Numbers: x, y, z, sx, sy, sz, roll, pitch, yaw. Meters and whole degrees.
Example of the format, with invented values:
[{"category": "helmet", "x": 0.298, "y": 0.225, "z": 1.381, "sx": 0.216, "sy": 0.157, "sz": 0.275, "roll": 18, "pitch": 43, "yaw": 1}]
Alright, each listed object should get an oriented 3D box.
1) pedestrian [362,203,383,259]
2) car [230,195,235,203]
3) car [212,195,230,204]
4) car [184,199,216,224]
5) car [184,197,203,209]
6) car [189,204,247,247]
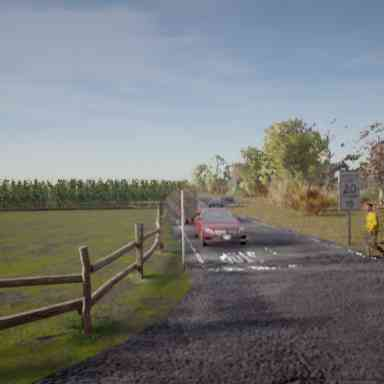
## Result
[{"category": "pedestrian", "x": 5.717, "y": 1.185, "z": 10.569, "sx": 0.375, "sy": 1.860, "sz": 0.375, "roll": -2, "pitch": 1, "yaw": -6}, {"category": "car", "x": 6.566, "y": 1.275, "z": 59.406, "sx": 1.837, "sy": 1.490, "sz": 4.892, "roll": -1, "pitch": 0, "yaw": 11}, {"category": "car", "x": 3.641, "y": 1.396, "z": 46.741, "sx": 2.033, "sy": 1.411, "sz": 5.357, "roll": -1, "pitch": 0, "yaw": 12}, {"category": "car", "x": 0.274, "y": 1.437, "z": 24.521, "sx": 1.882, "sy": 1.535, "sz": 5.008, "roll": -1, "pitch": 0, "yaw": -5}, {"category": "car", "x": 0.211, "y": 1.474, "z": 43.785, "sx": 1.994, "sy": 1.385, "sz": 4.181, "roll": -1, "pitch": 0, "yaw": 8}, {"category": "car", "x": 1.128, "y": 1.493, "z": 15.233, "sx": 1.812, "sy": 1.442, "sz": 4.674, "roll": -1, "pitch": 0, "yaw": -6}]
